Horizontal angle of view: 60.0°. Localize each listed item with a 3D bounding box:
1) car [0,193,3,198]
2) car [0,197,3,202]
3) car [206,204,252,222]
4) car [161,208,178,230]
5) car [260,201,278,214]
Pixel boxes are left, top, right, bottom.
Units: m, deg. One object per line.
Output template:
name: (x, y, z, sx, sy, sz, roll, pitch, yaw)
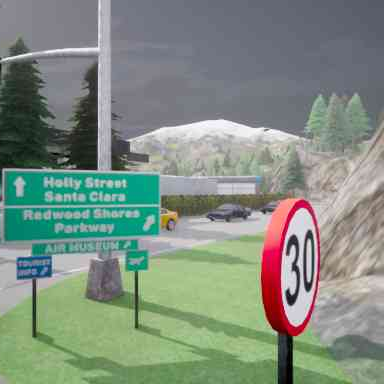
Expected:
car: (-38.568, 1.489, 69.987, 4.514, 1.523, 2.007, 0, 0, 35)
car: (-12.363, 1.505, 26.047, 1.905, 1.878, 3.866, 0, 0, 35)
car: (3.364, 1.739, 29.092, 2.033, 1.411, 5.357, 0, 0, 36)
car: (-2.906, 1.669, 20.472, 1.882, 1.535, 5.008, 0, 0, 36)
car: (9.650, 1.739, 37.708, 2.033, 1.411, 5.357, 0, 0, 36)
